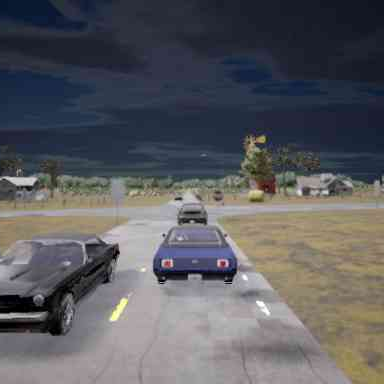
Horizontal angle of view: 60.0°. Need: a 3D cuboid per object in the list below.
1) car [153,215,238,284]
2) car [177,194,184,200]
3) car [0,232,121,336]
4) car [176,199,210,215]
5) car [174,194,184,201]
[{"bbox_3d":[0.077,1.574,9.473,1.895,1.301,4.718,0,0,0],"label":"car"},{"bbox_3d":[-3.273,1.346,92.248,1.837,1.490,4.892,0,0,0],"label":"car"},{"bbox_3d":[-2.854,1.581,6.760,1.895,1.301,4.718,0,0,0],"label":"car"},{"bbox_3d":[0.063,1.450,21.253,1.837,1.490,4.892,0,0,1],"label":"car"},{"bbox_3d":[-3.146,1.470,76.880,1.895,1.301,4.718,0,0,0],"label":"car"}]
